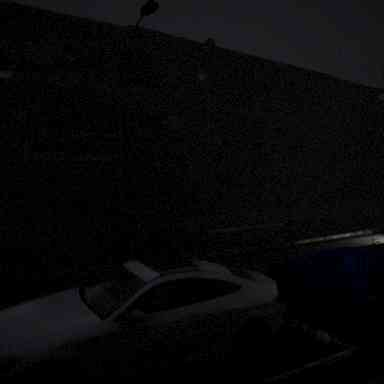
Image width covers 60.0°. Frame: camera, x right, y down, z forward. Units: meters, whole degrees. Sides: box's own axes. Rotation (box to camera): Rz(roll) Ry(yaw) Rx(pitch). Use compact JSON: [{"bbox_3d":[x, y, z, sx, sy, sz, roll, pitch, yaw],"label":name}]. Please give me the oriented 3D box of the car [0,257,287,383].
[{"bbox_3d":[-0.631,1.811,5.094,4.674,1.452,2.002,1,1,-29],"label":"car"}]
